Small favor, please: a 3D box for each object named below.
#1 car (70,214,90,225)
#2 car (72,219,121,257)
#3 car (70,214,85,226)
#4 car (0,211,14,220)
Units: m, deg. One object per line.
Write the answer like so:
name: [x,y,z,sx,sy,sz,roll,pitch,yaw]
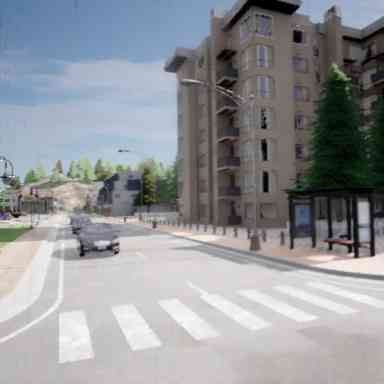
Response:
car: [-10.145,3.105,30.938,2.033,1.411,5.357,0,-3,-21]
car: [-4.909,2.348,17.239,2.128,1.511,4.902,0,-3,-21]
car: [-16.304,3.937,47.321,1.812,1.442,4.674,0,-3,-21]
car: [-39.080,5.088,68.007,3.633,1.501,1.845,0,-3,-21]
